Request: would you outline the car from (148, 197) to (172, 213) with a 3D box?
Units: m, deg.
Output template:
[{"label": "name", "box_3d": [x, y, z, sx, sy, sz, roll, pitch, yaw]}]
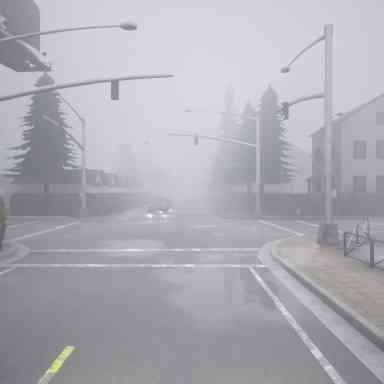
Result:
[{"label": "car", "box_3d": [-3.666, 1.352, 37.036, 2.097, 1.767, 4.553, 0, 0, 0]}]

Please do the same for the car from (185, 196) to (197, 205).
[{"label": "car", "box_3d": [-0.108, 1.491, 59.238, 2.128, 1.511, 4.902, 0, 0, 0]}]
